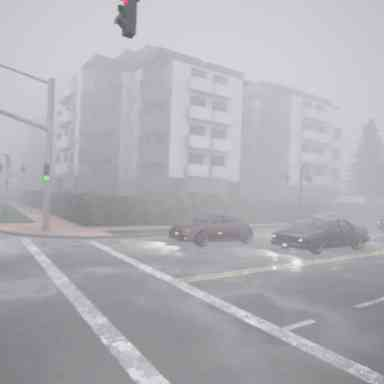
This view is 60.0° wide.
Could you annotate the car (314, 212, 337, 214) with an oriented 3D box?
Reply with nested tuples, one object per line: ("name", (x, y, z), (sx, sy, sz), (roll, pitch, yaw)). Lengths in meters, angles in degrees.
("car", (8.274, 2.008, 20.797), (4.674, 1.442, 1.812), (2, -1, -32))

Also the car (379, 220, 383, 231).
("car", (16.281, 2.419, 25.159), (4.718, 1.301, 1.895), (2, -1, -23))

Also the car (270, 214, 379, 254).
("car", (6.032, 1.900, 15.271), (5.357, 1.411, 2.033), (2, -1, -35))

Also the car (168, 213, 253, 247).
("car", (0.962, 1.733, 15.982), (4.181, 1.385, 1.994), (2, -1, -34))
